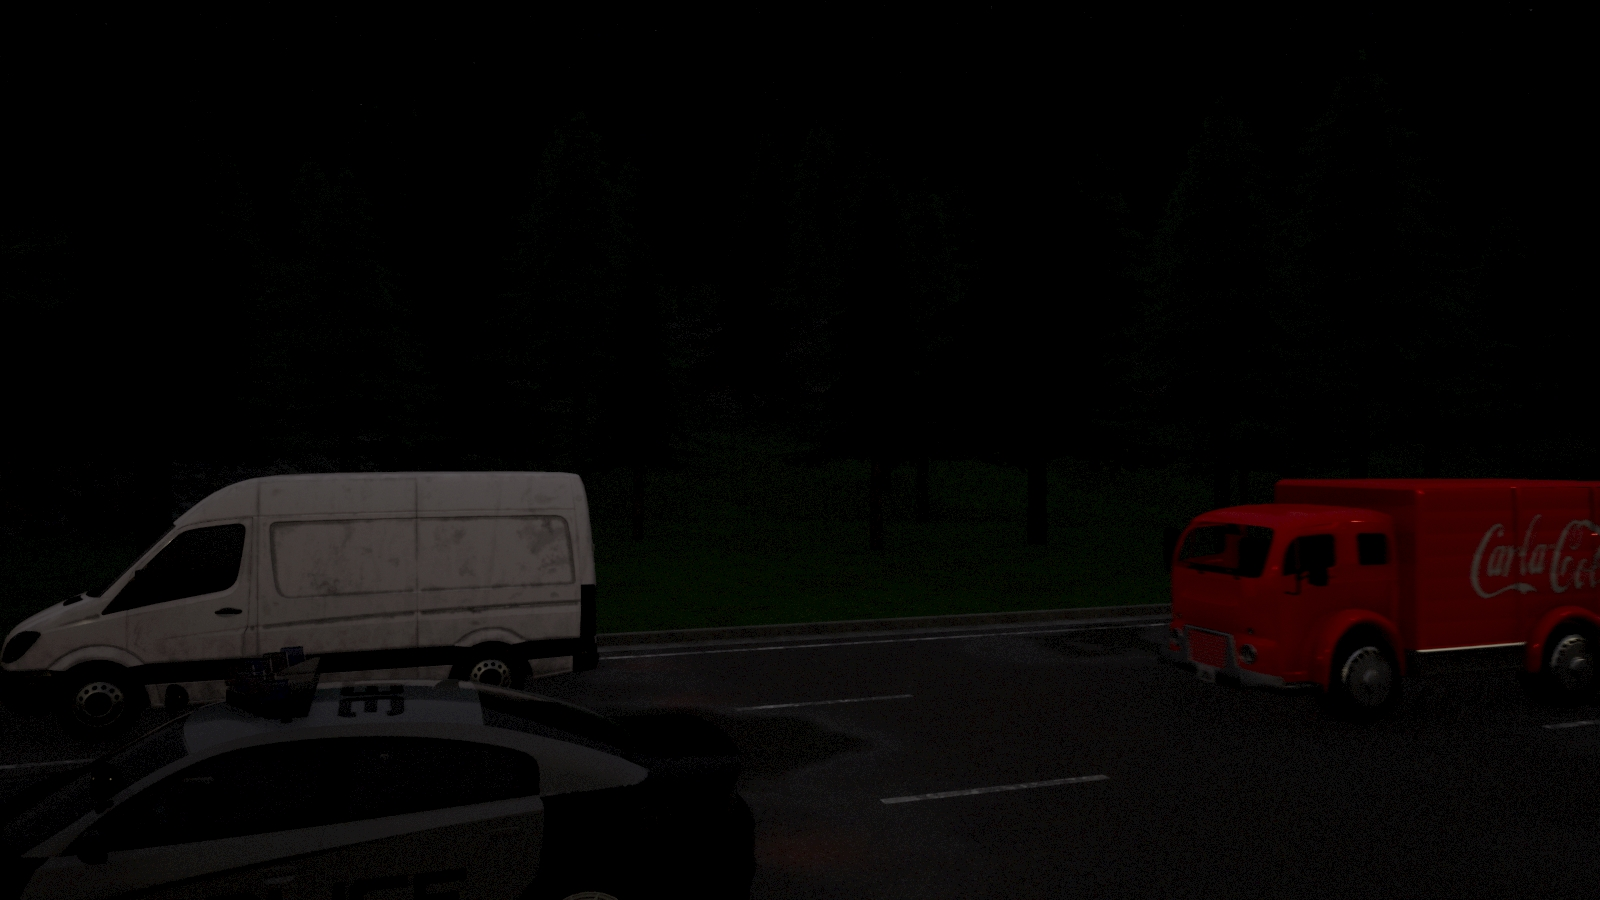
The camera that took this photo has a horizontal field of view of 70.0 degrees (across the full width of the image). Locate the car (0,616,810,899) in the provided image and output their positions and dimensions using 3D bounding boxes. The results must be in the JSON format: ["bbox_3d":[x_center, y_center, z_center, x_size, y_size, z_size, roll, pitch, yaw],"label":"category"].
[{"bbox_3d":[-2.766,1.982,6.136,5.238,1.638,2.097,0,0,-20],"label":"car"}]

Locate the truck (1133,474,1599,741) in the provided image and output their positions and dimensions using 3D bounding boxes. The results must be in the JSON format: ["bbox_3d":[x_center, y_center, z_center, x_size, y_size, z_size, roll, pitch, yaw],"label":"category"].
[{"bbox_3d":[6.821,1.566,13.105,5.204,2.467,2.627,0,0,-19],"label":"truck"}]

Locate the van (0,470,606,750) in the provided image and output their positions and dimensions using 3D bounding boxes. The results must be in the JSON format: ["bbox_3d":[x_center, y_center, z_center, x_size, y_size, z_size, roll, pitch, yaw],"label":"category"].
[{"bbox_3d":[-5.250,1.534,12.548,5.915,2.561,1.988,0,0,-19],"label":"van"}]
